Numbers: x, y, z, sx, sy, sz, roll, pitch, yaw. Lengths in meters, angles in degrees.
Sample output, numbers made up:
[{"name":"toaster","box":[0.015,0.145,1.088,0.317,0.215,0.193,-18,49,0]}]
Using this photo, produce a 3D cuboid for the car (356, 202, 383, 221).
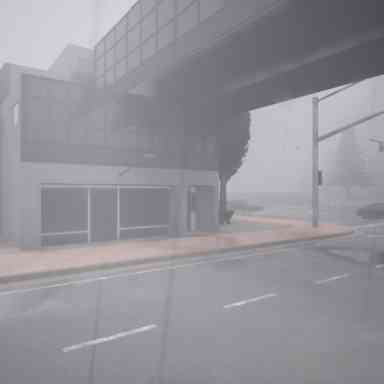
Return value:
[{"name":"car","box":[15.123,1.525,25.505,1.812,1.442,4.674,0,0,-42]}]

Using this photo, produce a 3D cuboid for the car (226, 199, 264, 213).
[{"name":"car","box":[5.652,1.547,38.018,2.033,1.411,5.357,0,0,-36]}]

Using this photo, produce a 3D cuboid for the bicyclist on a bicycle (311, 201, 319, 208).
[{"name":"bicyclist on a bicycle","box":[15.781,1.301,42.744,1.656,1.620,0.582,0,0,-36]}]
